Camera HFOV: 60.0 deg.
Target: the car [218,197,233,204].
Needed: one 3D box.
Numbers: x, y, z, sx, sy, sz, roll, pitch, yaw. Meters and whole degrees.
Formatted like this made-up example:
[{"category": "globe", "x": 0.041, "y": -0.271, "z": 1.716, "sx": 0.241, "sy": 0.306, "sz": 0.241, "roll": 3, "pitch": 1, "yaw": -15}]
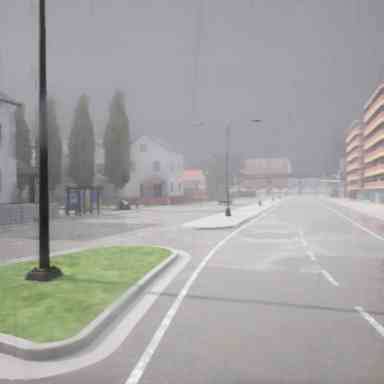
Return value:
[{"category": "car", "x": 6.262, "y": 1.576, "z": 61.754, "sx": 1.994, "sy": 1.385, "sz": 4.181, "roll": -1, "pitch": 0, "yaw": 18}]
